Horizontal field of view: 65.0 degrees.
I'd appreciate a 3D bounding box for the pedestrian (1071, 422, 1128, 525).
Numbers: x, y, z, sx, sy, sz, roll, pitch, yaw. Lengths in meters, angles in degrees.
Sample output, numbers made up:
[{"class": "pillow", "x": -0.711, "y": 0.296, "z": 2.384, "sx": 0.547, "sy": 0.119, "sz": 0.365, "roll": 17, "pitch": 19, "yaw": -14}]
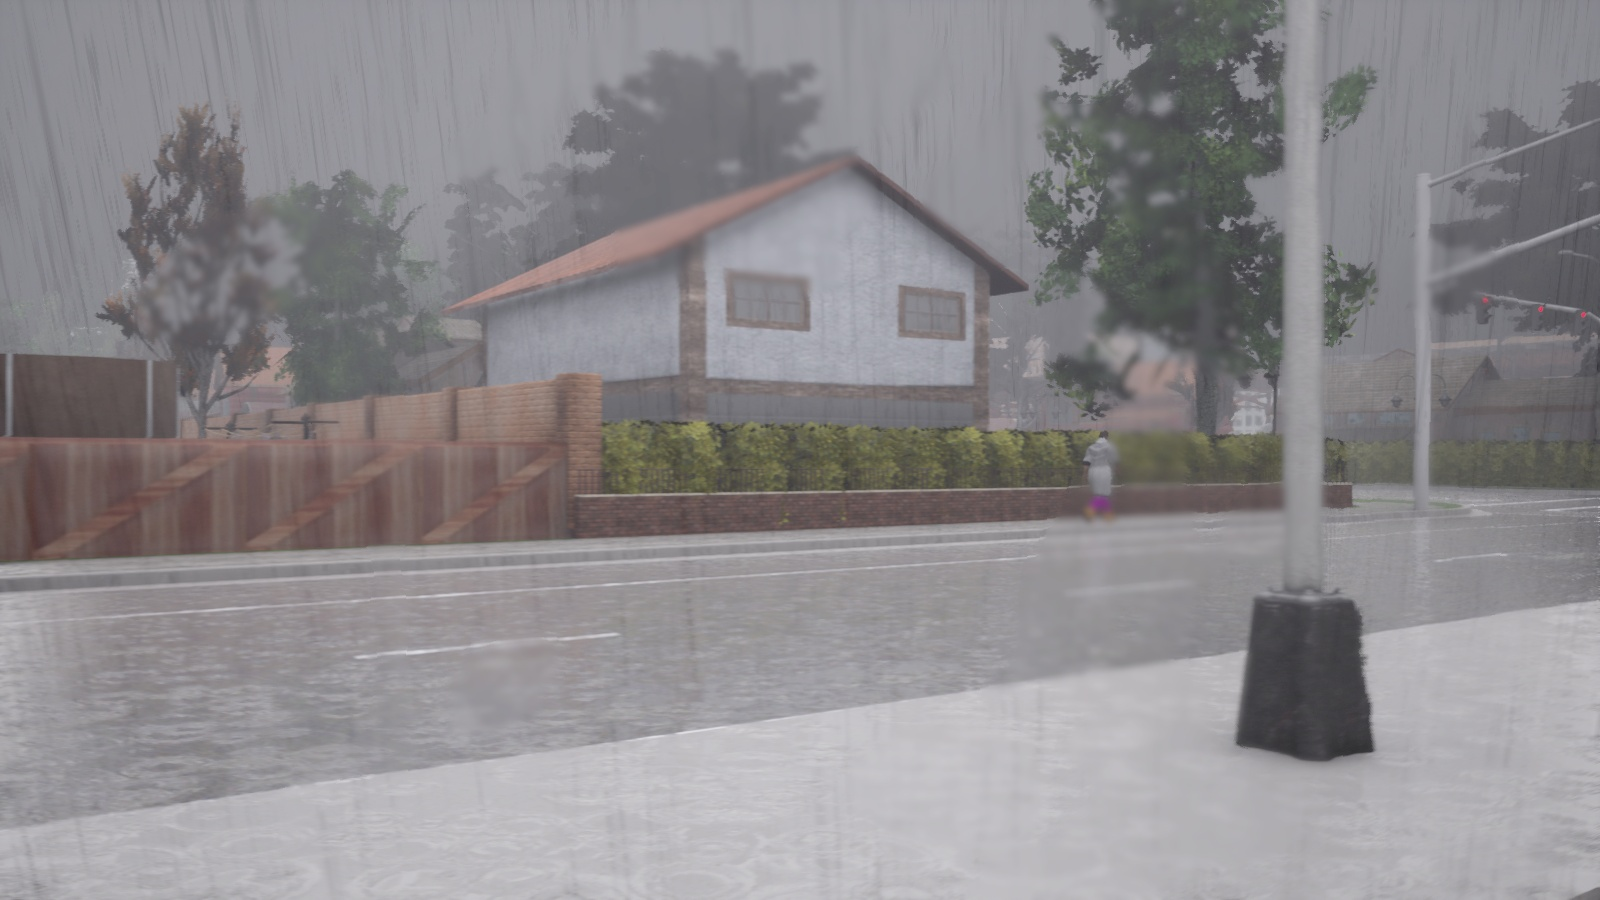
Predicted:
[{"class": "pedestrian", "x": 5.802, "y": 0.447, "z": 24.312, "sx": 0.873, "sy": 1.952, "sz": 0.659, "roll": 0, "pitch": 0, "yaw": -36}]
